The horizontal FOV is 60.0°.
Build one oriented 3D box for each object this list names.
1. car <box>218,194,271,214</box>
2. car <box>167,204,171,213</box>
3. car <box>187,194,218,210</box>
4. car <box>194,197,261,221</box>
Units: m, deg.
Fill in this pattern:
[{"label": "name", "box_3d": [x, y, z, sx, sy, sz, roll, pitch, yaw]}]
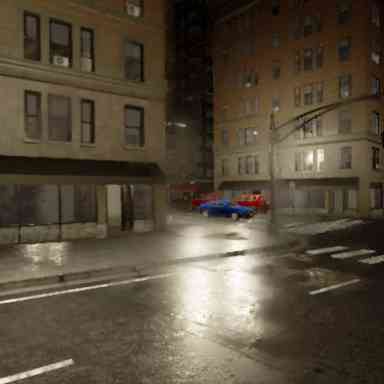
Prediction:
[{"label": "car", "box_3d": [5.478, 1.195, 32.813, 2.192, 1.841, 5.009, 0, 0, -44]}, {"label": "car", "box_3d": [-4.113, 1.395, 34.420, 1.812, 1.442, 4.674, -1, 1, -44]}, {"label": "car", "box_3d": [1.647, 1.148, 36.770, 2.192, 1.841, 5.009, 0, 0, -44]}, {"label": "car", "box_3d": [2.804, 1.431, 27.272, 1.882, 1.535, 5.008, -1, 1, -44]}]
